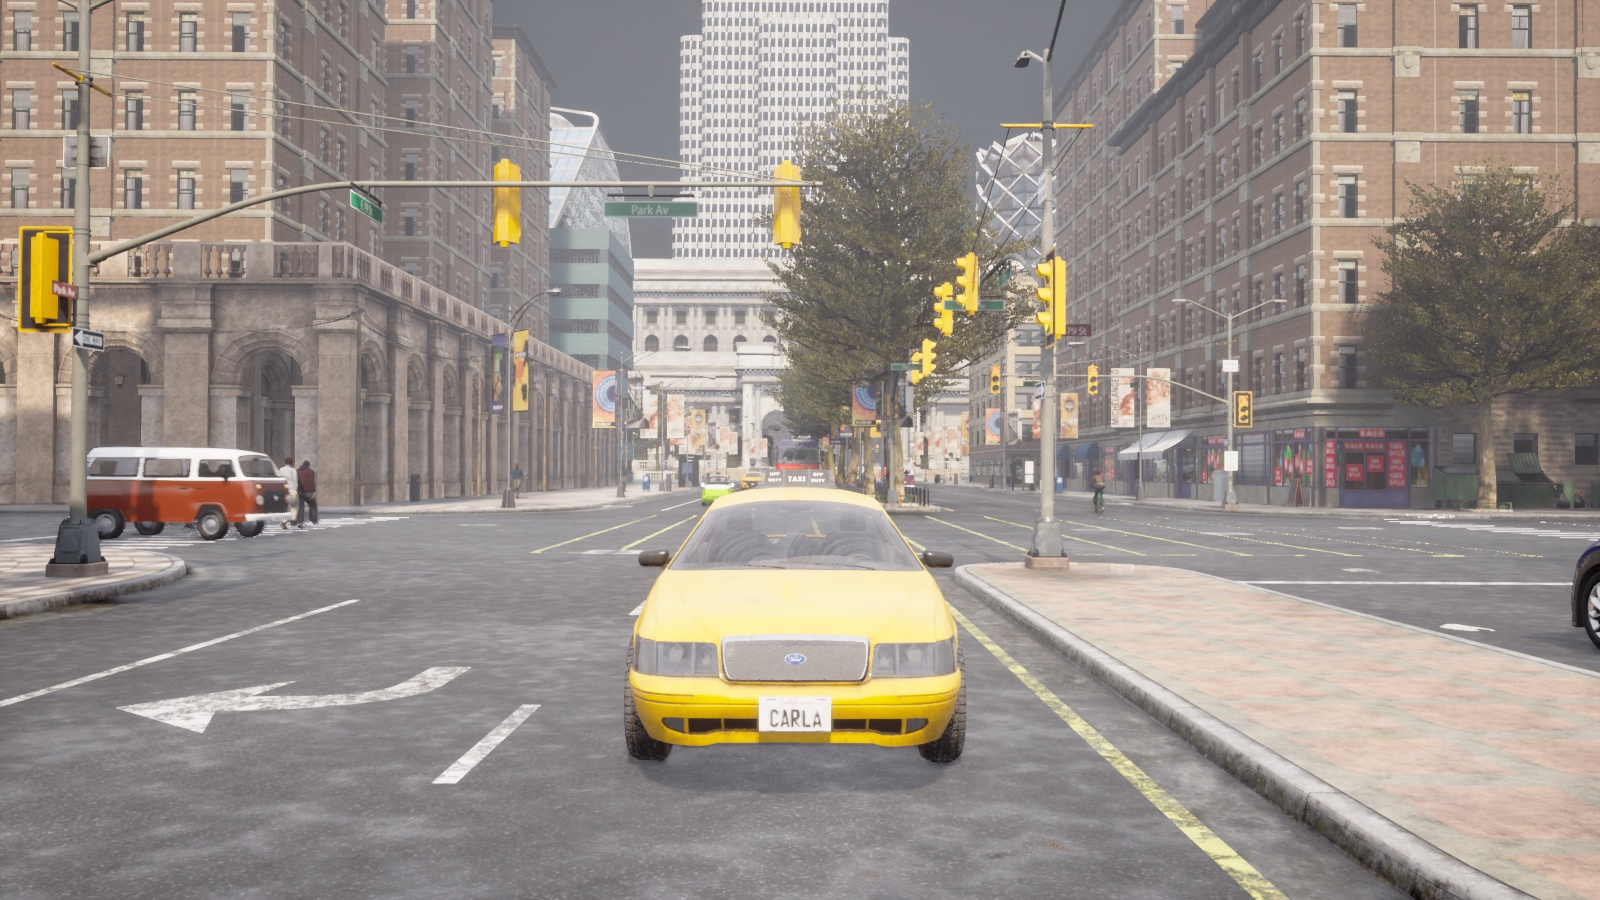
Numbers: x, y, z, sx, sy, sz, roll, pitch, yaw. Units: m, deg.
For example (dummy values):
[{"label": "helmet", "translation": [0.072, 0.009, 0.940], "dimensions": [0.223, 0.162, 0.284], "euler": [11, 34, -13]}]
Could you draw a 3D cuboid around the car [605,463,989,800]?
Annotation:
[{"label": "car", "translation": [-0.020, 0.898, 8.598], "dimensions": [1.801, 1.575, 5.366], "euler": [0, -1, 0]}]

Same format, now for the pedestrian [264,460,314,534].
[{"label": "pedestrian", "translation": [-12.981, 1.181, 31.927], "dimensions": [0.874, 1.855, 0.900], "euler": [0, -1, 3]}]

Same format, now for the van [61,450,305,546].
[{"label": "van", "translation": [-13.736, 1.064, 28.122], "dimensions": [4.480, 2.038, 2.069], "euler": [0, -1, 7]}]

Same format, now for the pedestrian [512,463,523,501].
[{"label": "pedestrian", "translation": [-13.651, 1.542, 60.634], "dimensions": [0.370, 1.835, 0.726], "euler": [0, -1, 0]}]

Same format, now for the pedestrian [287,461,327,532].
[{"label": "pedestrian", "translation": [-12.982, 1.209, 33.082], "dimensions": [0.634, 1.844, 0.899], "euler": [0, -1, 4]}]

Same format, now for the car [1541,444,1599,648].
[{"label": "car", "translation": [7.978, 0.799, 9.444], "dimensions": [2.097, 1.767, 4.553], "euler": [0, -1, 0]}]

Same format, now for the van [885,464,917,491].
[{"label": "van", "translation": [7.779, 2.126, 96.682], "dimensions": [2.069, 2.038, 4.480], "euler": [0, -1, 0]}]

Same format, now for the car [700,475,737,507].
[{"label": "car", "translation": [-3.627, 1.824, 56.090], "dimensions": [1.481, 1.376, 2.207], "euler": [0, -1, 0]}]

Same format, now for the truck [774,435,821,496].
[{"label": "truck", "translation": [-0.171, 1.030, 82.371], "dimensions": [2.891, 3.827, 8.468], "euler": [0, -1, -1]}]
